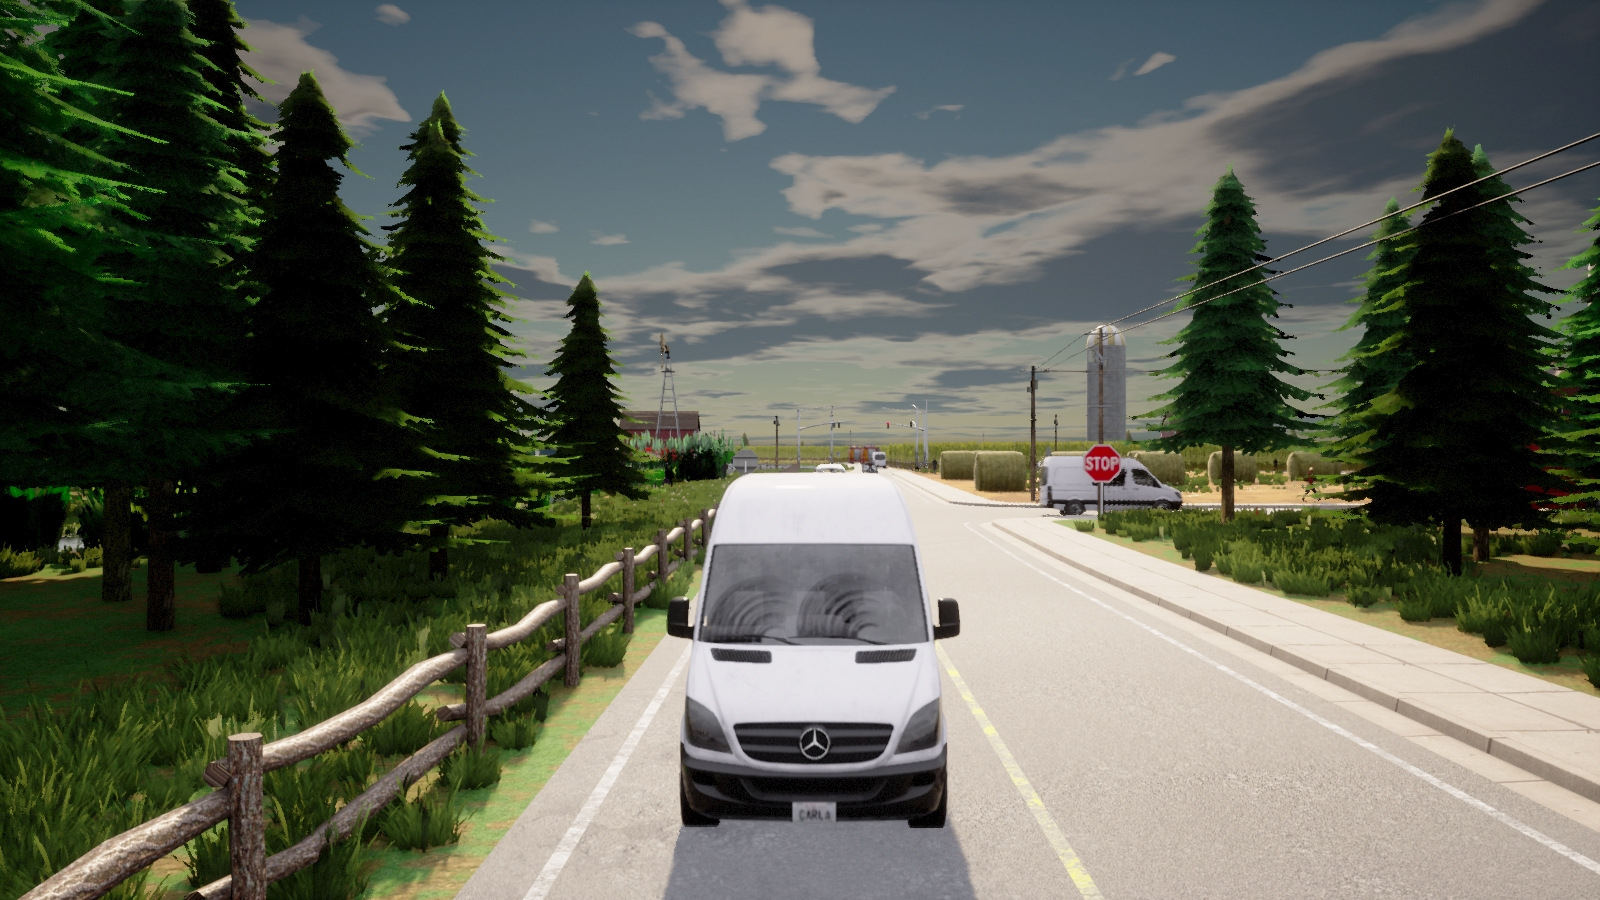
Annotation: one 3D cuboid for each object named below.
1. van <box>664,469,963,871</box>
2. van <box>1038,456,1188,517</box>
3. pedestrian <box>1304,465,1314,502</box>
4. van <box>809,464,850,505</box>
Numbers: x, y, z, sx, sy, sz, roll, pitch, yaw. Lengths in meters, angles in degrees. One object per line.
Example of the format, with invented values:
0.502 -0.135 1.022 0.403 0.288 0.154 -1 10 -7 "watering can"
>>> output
0.123 1.507 10.547 1.988 2.561 5.915 0 0 1 "van"
13.344 1.535 49.008 5.915 2.561 1.988 0 0 2 "van"
25.878 1.692 58.083 0.375 1.860 0.375 0 0 6 "pedestrian"
1.583 1.750 59.995 2.069 2.038 4.480 0 0 2 "van"
